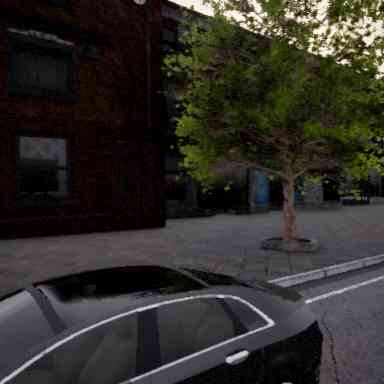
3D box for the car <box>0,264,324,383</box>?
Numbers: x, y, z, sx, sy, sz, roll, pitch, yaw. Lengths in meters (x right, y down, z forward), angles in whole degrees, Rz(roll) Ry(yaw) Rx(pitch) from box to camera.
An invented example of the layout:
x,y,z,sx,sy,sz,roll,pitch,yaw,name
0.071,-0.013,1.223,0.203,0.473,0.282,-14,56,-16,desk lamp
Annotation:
x,y,z,sx,sy,sz,roll,pitch,yaw,name
-0.900,1.503,2.737,4.892,1.490,1.837,0,0,-36,car
